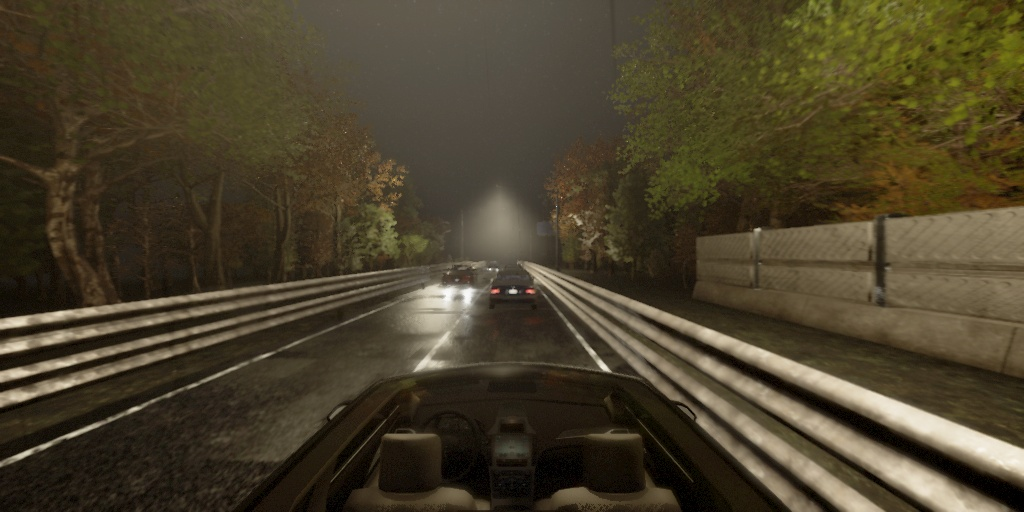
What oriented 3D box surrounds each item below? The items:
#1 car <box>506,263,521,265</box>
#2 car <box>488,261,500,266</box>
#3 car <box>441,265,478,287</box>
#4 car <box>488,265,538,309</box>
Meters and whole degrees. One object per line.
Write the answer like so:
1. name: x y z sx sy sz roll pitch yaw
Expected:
1. car: 0.101 1.365 34.544 1.895 1.301 4.718 0 0 0
2. car: -3.260 1.615 64.825 1.994 1.385 4.181 0 -1 1
3. car: -3.336 1.275 23.654 1.994 1.385 4.181 0 0 0
4. car: 0.051 1.252 14.691 2.033 1.411 5.357 0 0 1
